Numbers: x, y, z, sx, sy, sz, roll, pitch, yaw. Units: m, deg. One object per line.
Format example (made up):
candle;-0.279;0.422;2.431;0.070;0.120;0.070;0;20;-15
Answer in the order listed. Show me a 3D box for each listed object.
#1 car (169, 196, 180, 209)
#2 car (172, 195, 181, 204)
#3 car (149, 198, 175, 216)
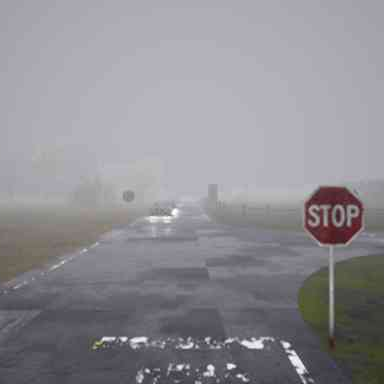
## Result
car;-3.118;1.621;46.762;1.895;1.301;4.718;0;0;0
car;-3.219;1.391;63.953;2.097;1.767;4.553;0;0;0
car;-2.974;1.570;32.076;1.994;1.385;4.181;0;0;0
